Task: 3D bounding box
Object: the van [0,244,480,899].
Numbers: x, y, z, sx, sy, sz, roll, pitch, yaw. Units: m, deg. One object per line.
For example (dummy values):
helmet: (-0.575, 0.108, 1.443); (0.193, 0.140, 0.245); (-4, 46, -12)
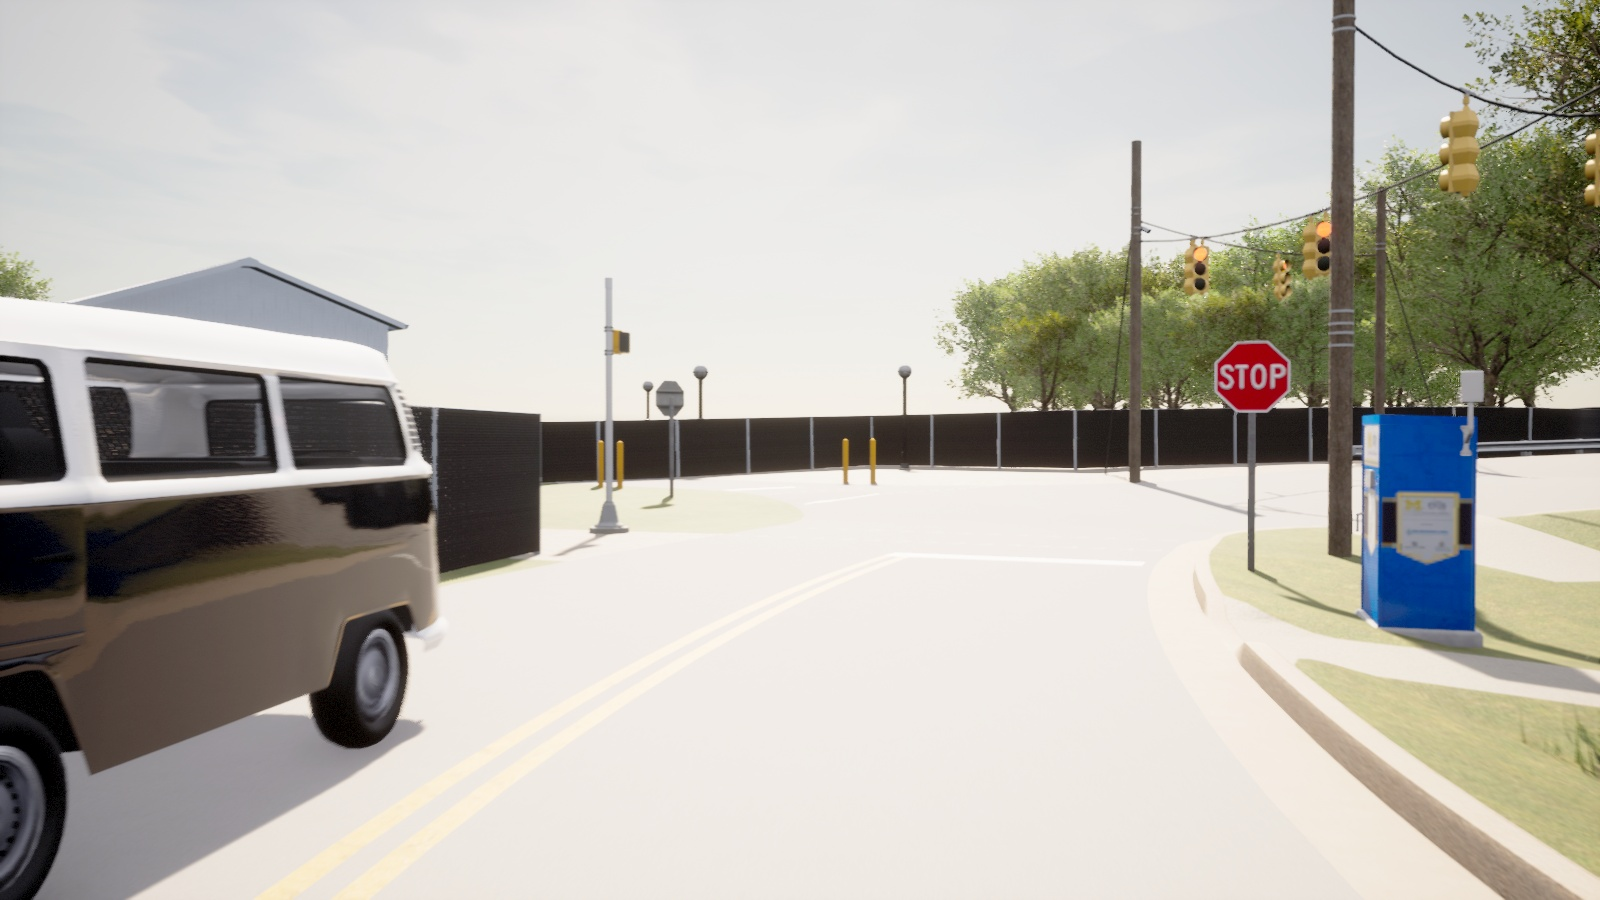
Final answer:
van: (-3.098, 0.432, 4.850); (2.069, 2.038, 4.480); (0, 0, 8)
